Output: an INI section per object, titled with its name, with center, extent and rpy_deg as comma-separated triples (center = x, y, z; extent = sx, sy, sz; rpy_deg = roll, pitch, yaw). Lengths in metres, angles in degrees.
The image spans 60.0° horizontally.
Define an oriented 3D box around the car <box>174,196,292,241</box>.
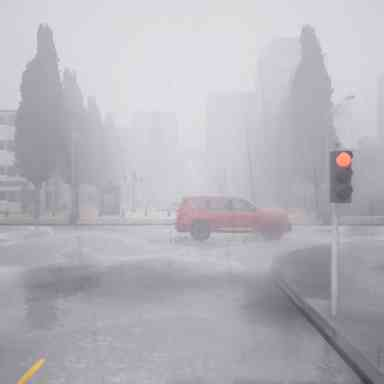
[car]
center = 1.912, 1.221, 16.165
extent = 5.566, 2.045, 2.150
rpy_deg = 0, 0, 0
